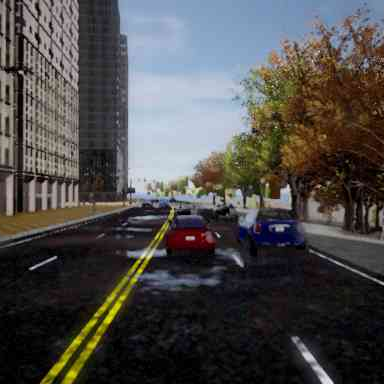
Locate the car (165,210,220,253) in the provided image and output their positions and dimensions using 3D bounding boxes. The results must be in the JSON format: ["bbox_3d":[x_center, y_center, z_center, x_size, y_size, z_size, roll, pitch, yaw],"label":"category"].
[{"bbox_3d":[-0.084,1.700,14.341,1.994,1.385,4.181,0,0,-1],"label":"car"}]

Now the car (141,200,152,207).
[{"bbox_3d":[-8.630,2.158,64.043,2.033,1.411,5.357,0,-1,-3],"label":"car"}]

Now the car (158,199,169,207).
[{"bbox_3d":[-5.363,2.084,63.651,1.882,1.535,5.008,0,-1,-3],"label":"car"}]

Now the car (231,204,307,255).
[{"bbox_3d":[3.151,1.450,14.165,2.097,1.767,4.553,-1,-2,-1],"label":"car"}]

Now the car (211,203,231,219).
[{"bbox_3d":[2.819,1.730,29.481,2.128,1.511,4.902,-2,-2,-2],"label":"car"}]

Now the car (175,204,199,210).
[{"bbox_3d":[-0.413,1.770,29.380,2.128,1.511,4.902,0,0,-2],"label":"car"}]
